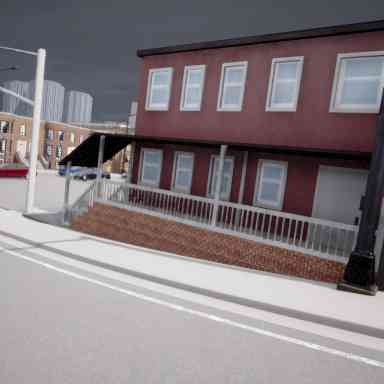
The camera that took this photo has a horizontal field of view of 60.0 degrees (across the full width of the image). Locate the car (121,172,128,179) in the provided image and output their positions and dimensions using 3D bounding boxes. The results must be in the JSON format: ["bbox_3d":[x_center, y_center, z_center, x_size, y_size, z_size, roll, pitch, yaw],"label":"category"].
[{"bbox_3d":[-8.440,-2.553,49.945,2.128,1.511,4.902,10,6,36],"label":"car"}]

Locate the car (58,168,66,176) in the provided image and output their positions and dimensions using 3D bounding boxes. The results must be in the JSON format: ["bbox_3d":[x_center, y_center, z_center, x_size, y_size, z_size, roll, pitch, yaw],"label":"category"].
[{"bbox_3d":[-14.314,-2.575,41.830,1.882,1.535,5.008,10,6,36],"label":"car"}]

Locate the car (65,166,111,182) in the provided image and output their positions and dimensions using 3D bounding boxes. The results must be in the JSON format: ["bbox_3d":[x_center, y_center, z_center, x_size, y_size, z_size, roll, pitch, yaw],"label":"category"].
[{"bbox_3d":[-11.858,-2.044,39.320,2.128,1.511,4.902,10,6,35],"label":"car"}]

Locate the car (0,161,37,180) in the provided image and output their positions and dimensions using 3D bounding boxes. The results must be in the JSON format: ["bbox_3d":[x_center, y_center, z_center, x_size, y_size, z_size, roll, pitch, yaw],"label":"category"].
[{"bbox_3d":[-17.372,-2.062,31.670,1.882,1.535,5.008,10,6,35],"label":"car"}]
